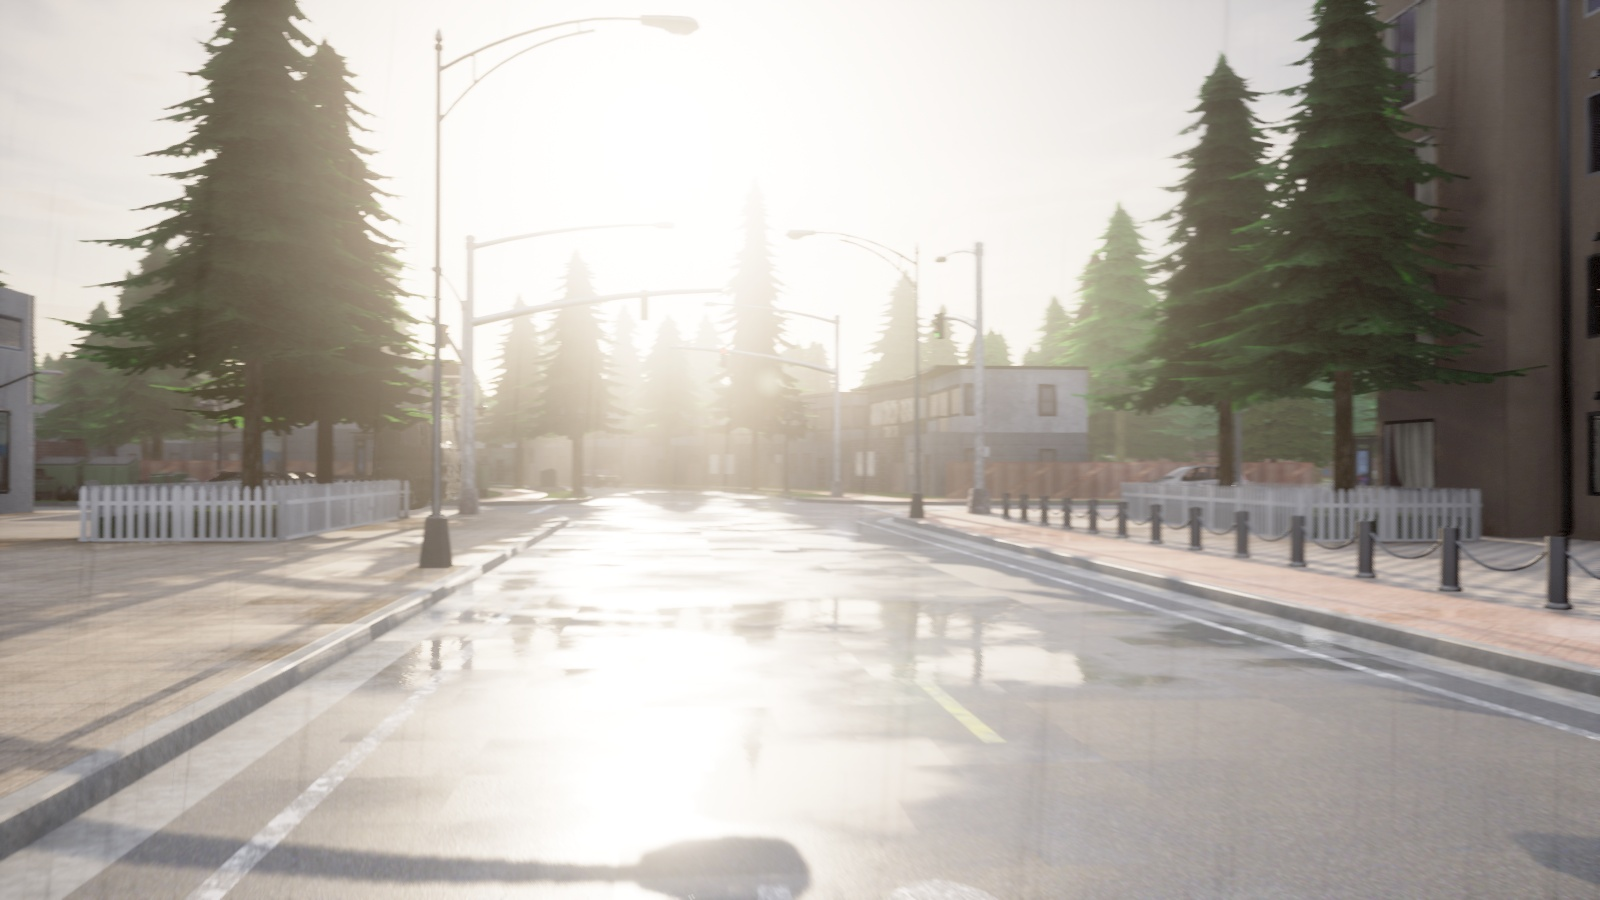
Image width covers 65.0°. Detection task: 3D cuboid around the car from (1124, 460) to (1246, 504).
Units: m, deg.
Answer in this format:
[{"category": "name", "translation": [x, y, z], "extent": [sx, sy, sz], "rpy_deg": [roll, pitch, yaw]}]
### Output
[{"category": "car", "translation": [14.513, 1.195, 47.474], "extent": [3.988, 1.617, 1.851], "rpy_deg": [0, -1, -5]}]

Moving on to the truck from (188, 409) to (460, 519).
[{"category": "truck", "translation": [-15.568, 0.437, 41.568], "extent": [7.936, 3.462, 2.891], "rpy_deg": [0, -1, -5]}]

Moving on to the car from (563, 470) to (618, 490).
[{"category": "car", "translation": [-14.162, 2.033, 84.816], "extent": [1.895, 1.301, 4.718], "rpy_deg": [0, -1, -34]}]
